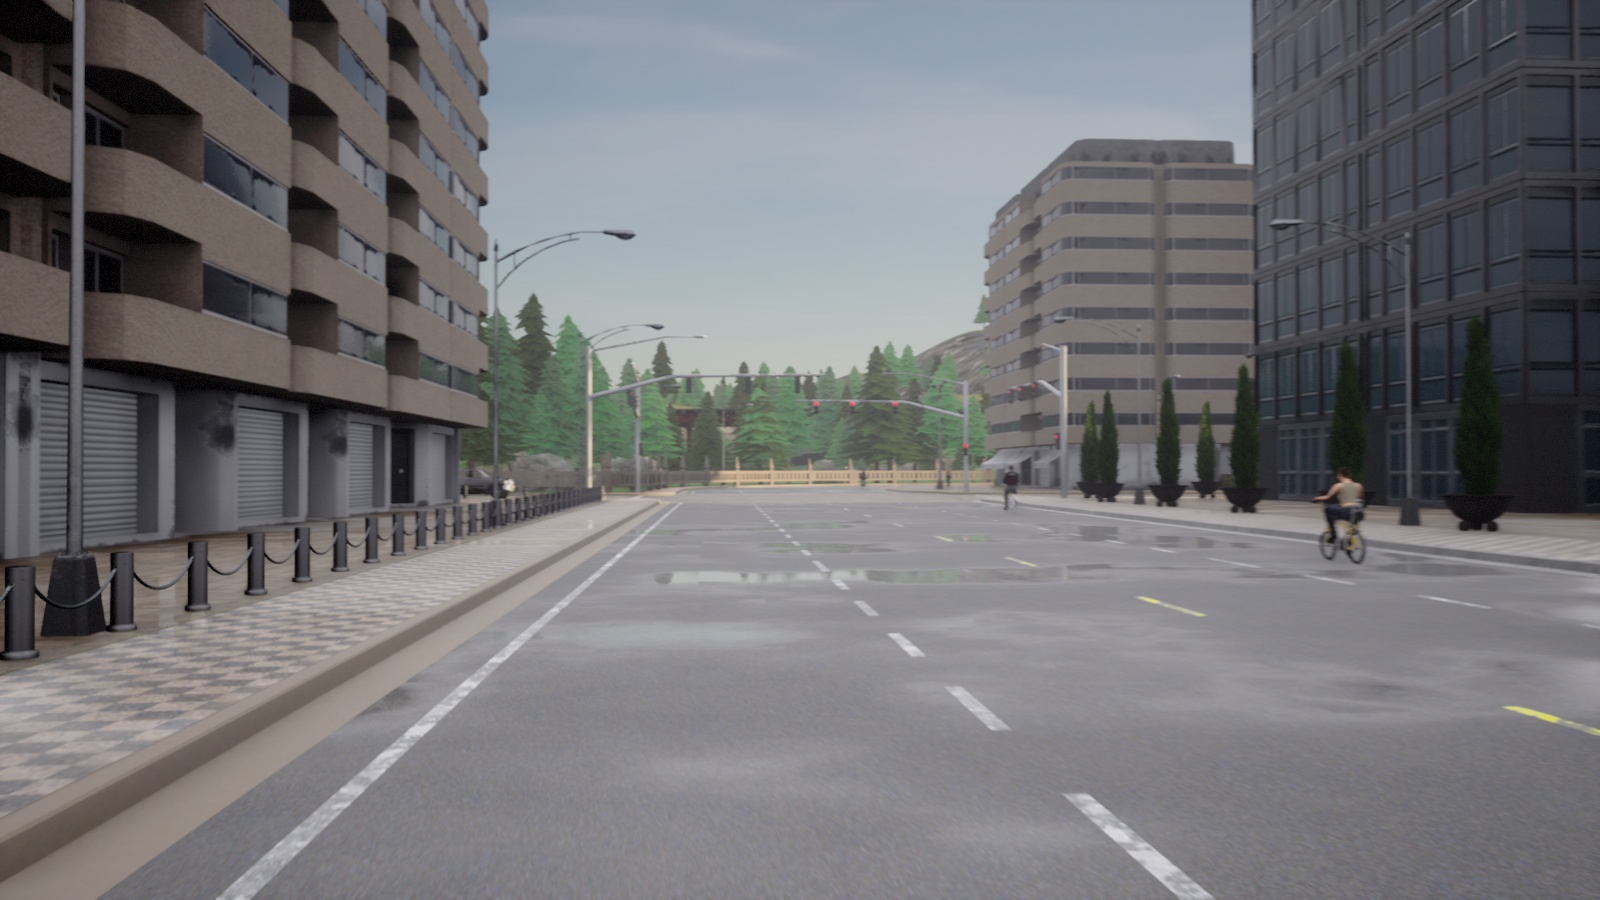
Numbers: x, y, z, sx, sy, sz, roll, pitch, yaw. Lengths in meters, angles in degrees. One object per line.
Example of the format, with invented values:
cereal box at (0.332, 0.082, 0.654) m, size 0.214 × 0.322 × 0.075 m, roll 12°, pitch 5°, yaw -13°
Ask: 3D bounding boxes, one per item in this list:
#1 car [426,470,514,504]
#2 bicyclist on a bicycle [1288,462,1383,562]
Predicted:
car at (-18.929, 2.098, 72.196) m, size 4.605 × 1.855 × 1.932 m, roll -1°, pitch -1°, yaw -4°
bicyclist on a bicycle at (9.015, 1.019, 21.205) m, size 0.866 × 1.612 × 1.509 m, roll -1°, pitch -1°, yaw -4°
